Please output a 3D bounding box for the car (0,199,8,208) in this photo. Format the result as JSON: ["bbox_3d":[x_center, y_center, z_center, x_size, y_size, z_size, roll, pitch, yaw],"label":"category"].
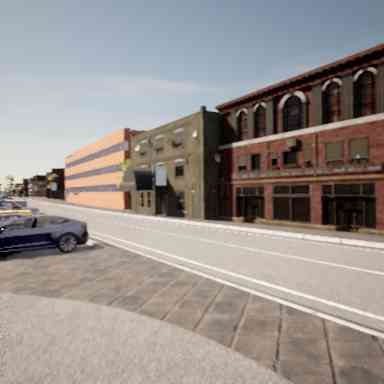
[{"bbox_3d":[-36.347,2.125,60.785,4.674,1.452,2.002,-1,0,-32],"label":"car"}]

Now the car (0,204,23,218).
[{"bbox_3d":[-21.393,2.116,36.799,4.674,1.452,2.002,-1,0,-32],"label":"car"}]

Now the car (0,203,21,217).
[{"bbox_3d":[-22.889,2.122,39.207,4.674,1.452,2.002,-1,0,-32],"label":"car"}]

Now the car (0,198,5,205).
[{"bbox_3d":[-42.329,2.127,70.376,4.674,1.452,2.002,-1,0,-32],"label":"car"}]

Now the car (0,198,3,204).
[{"bbox_3d":[-46.816,2.122,77.569,4.674,1.452,2.002,-1,0,-32],"label":"car"}]

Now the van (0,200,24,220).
[{"bbox_3d":[-19.929,1.824,34.229,4.442,1.987,1.878,-1,0,-32],"label":"van"}]

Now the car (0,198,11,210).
[{"bbox_3d":[-31.891,1.959,53.573,4.553,1.767,2.185,-1,0,-32],"label":"car"}]

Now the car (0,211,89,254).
[{"bbox_3d":[-6.461,1.633,12.797,4.792,1.488,2.163,-1,-1,-32],"label":"car"}]

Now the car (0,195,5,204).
[{"bbox_3d":[-48.291,1.827,79.978,5.566,2.045,2.435,-1,1,-32],"label":"car"}]

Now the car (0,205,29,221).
[{"bbox_3d":[-18.396,2.044,31.992,4.674,1.452,2.002,-1,-1,-32],"label":"car"}]

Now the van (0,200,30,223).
[{"bbox_3d":[-17.003,1.729,29.537,4.442,1.987,1.878,-1,-1,-32],"label":"van"}]

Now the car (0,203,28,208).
[{"bbox_3d":[-12.412,1.803,22.407,5.008,1.535,2.097,-1,-1,-32],"label":"car"}]

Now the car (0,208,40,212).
[{"bbox_3d":[-7.934,1.693,15.210,4.674,1.452,2.002,-1,-1,-32],"label":"car"}]

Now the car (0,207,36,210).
[{"bbox_3d":[-9.428,1.743,17.607,4.674,1.452,2.002,-1,-1,-32],"label":"car"}]

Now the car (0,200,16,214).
[{"bbox_3d":[-25.910,1.957,43.983,4.553,1.767,2.185,-1,0,-32],"label":"car"}]

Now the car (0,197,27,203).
[{"bbox_3d":[-15.387,1.652,27.216,5.566,2.045,2.435,-1,-1,-32],"label":"car"}]

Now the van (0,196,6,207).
[{"bbox_3d":[-37.946,1.861,63.118,4.442,1.987,1.878,-1,0,-32],"label":"van"}]

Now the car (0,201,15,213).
[{"bbox_3d":[-27.379,2.123,46.397,4.674,1.452,2.002,-1,0,-32],"label":"car"}]
